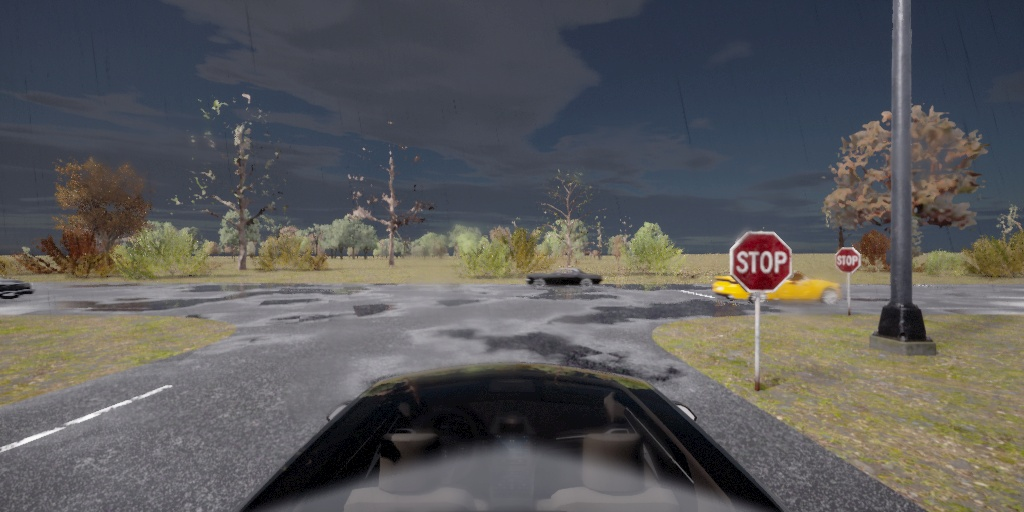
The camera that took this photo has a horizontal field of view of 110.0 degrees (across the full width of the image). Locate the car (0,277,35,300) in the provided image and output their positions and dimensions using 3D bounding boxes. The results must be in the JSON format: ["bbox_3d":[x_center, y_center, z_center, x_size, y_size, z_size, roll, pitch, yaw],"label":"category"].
[{"bbox_3d":[-23.635,1.207,14.901,5.357,1.411,2.033,0,0,-2],"label":"car"}]

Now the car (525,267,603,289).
[{"bbox_3d":[3.166,1.372,22.589,4.718,1.301,1.895,0,0,-1],"label":"car"}]

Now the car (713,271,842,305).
[{"bbox_3d":[11.604,1.285,15.814,5.008,1.535,1.882,0,0,-2],"label":"car"}]
